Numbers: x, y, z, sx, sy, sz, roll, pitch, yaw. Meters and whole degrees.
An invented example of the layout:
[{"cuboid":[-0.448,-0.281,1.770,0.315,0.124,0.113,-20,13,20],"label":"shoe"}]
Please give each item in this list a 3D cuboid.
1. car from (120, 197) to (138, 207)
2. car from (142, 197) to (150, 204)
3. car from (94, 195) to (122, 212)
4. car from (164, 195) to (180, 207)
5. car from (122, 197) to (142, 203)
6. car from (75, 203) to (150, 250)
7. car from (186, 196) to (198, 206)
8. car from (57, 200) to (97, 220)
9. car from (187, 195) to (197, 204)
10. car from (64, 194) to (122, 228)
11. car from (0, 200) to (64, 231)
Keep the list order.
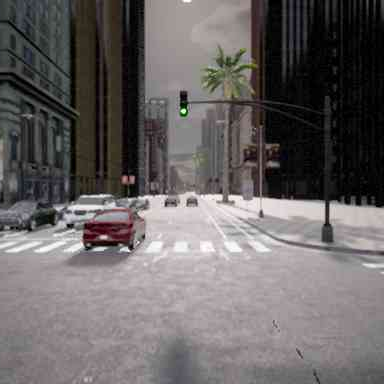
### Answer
[{"cuboid":[-9.751,1.540,51.823,1.895,1.301,4.718,0,0,0],"label":"car"},{"cuboid":[-6.487,1.442,42.443,2.128,1.511,4.902,0,0,0],"label":"car"},{"cuboid":[-9.738,1.306,38.982,2.097,1.767,4.553,0,0,0],"label":"car"},{"cuboid":[-3.234,1.444,51.336,1.837,1.490,4.892,0,0,0],"label":"car"},{"cuboid":[-6.550,1.454,32.320,2.128,1.511,4.902,0,0,1],"label":"car"},{"cuboid":[-3.145,1.461,14.332,1.882,1.535,5.008,0,0,0],"label":"car"},{"cuboid":[0.017,1.442,52.928,1.837,1.490,4.892,0,0,0],"label":"car"},{"cuboid":[-9.821,1.492,28.769,1.812,1.442,4.674,0,0,0],"label":"car"},{"cuboid":[0.021,1.404,63.062,1.882,1.535,5.008,0,0,0],"label":"car"},{"cuboid":[-6.585,1.195,22.276,2.150,2.045,5.566,0,0,0],"label":"car"},{"cuboid":[-9.868,1.329,20.075,2.097,1.767,4.553,0,0,1],"label":"car"}]
